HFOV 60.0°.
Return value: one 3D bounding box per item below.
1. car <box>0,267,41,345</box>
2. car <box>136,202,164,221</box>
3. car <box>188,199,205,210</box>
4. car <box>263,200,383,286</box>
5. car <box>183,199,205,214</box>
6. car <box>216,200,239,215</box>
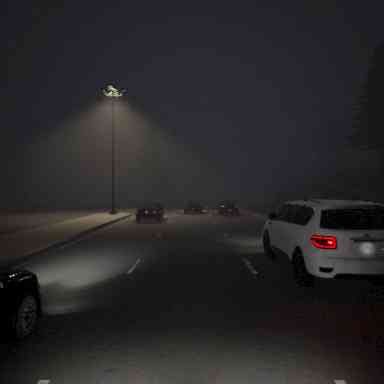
[{"bbox_3d":[-3.400,1.491,3.571,2.128,1.511,4.902,0,0,0],"label":"car"},{"bbox_3d":[-3.392,1.547,27.327,2.033,1.411,5.357,0,0,0],"label":"car"},{"bbox_3d":[0.650,1.601,44.541,1.895,1.301,4.718,0,0,6],"label":"car"},{"bbox_3d":[3.602,1.222,9.520,2.150,2.045,5.566,0,0,0],"label":"car"},{"bbox_3d":[0.149,1.526,35.386,1.812,1.442,4.674,0,0,1],"label":"car"},{"bbox_3d":[3.632,1.526,34.023,1.812,1.442,4.674,0,0,1],"label":"car"}]
